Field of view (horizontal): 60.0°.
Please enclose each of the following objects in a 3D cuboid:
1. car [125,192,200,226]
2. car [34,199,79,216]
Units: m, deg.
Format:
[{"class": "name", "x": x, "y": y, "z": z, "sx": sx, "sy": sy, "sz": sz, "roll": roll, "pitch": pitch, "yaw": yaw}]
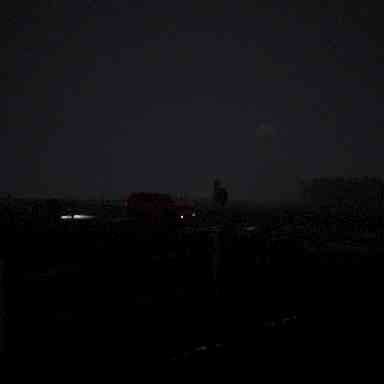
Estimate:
[{"class": "car", "x": -2.110, "y": 1.058, "z": 22.532, "sx": 5.566, "sy": 2.045, "sz": 2.150, "roll": 1, "pitch": 1, "yaw": 36}, {"class": "car", "x": -11.931, "y": 1.304, "z": 29.193, "sx": 4.181, "sy": 1.385, "sz": 1.994, "roll": 0, "pitch": 0, "yaw": 32}]
